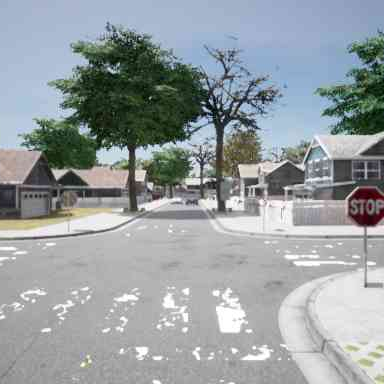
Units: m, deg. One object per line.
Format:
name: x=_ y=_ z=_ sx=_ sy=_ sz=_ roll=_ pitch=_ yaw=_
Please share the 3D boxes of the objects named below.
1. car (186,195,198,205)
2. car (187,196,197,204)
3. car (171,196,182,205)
car: x=-0.013 y=1.336 z=56.537 sx=2.097 sy=1.767 sz=4.553 roll=0 pitch=0 yaw=0
car: x=-0.016 y=1.545 z=66.603 sx=1.994 sy=1.385 sz=4.181 roll=0 pitch=0 yaw=0
car: x=-2.764 y=1.508 z=60.353 sx=1.812 sy=1.442 sz=4.674 roll=0 pitch=0 yaw=0
